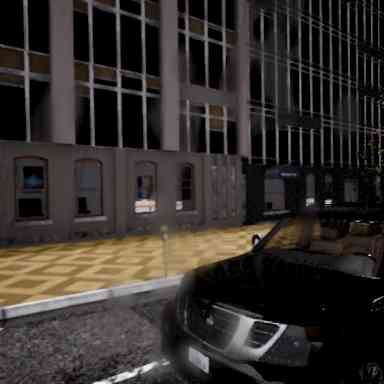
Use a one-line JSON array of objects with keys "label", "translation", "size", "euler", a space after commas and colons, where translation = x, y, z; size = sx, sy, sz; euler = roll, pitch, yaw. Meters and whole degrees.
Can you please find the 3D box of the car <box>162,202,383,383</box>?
[{"label": "car", "translation": [2.310, 1.204, 4.717], "size": [5.566, 2.045, 2.150], "euler": [0, 0, -35]}]
